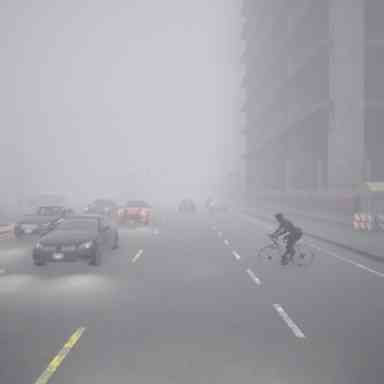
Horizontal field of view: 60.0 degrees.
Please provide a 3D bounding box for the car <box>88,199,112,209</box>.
[{"bbox_3d":[-7.427,1.354,27.707,2.097,1.767,4.553,0,0,-1],"label":"car"}]

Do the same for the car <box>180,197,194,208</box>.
[{"bbox_3d":[-0.738,1.481,48.562,1.882,1.535,5.008,0,0,0],"label":"car"}]

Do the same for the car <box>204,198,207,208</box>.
[{"bbox_3d":[2.811,1.507,49.274,1.837,1.490,4.892,0,0,-1],"label":"car"}]

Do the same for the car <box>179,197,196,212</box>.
[{"bbox_3d":[-0.530,1.566,38.742,1.994,1.385,4.181,0,0,-1],"label":"car"}]

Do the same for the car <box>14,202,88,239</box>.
[{"bbox_3d":[-7.354,1.494,17.337,2.128,1.511,4.902,0,0,-1],"label":"car"}]

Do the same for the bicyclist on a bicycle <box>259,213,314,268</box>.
[{"bbox_3d":[2.770,1.450,9.842,1.656,1.620,0.582,-2,0,-1],"label":"bicyclist on a bicycle"}]

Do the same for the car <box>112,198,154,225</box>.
[{"bbox_3d":[-3.951,1.354,23.713,2.097,1.767,4.553,0,0,-1],"label":"car"}]

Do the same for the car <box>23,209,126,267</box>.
[{"bbox_3d":[-3.759,1.526,11.584,1.812,1.442,4.674,0,0,-1],"label":"car"}]

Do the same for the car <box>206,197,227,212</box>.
[{"bbox_3d":[2.997,1.528,38.693,1.812,1.442,4.674,0,0,-1],"label":"car"}]
